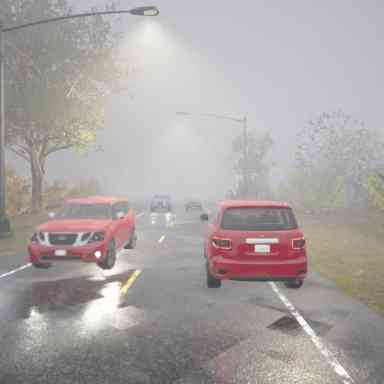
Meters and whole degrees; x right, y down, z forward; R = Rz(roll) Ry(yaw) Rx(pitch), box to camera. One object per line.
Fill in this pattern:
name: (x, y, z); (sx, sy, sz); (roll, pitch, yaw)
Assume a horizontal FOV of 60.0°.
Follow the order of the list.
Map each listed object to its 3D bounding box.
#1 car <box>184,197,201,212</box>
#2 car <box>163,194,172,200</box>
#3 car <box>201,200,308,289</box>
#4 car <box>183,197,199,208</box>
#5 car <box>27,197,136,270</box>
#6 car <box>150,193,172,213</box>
car: (0.172, 1.441, 38.591); (1.837, 1.490, 4.892); (0, 0, -2)
car: (-6.075, 1.335, 81.996); (1.994, 1.385, 4.181); (0, 0, -6)
car: (1.455, 1.217, 9.325); (2.150, 2.045, 5.566); (0, 0, 1)
car: (-0.213, 1.456, 48.945); (2.033, 1.411, 5.357); (0, 0, -2)
car: (-3.354, 1.214, 11.368); (2.150, 2.045, 5.566); (0, 0, 1)
car: (-3.389, 1.164, 37.262); (2.150, 2.045, 5.566); (0, 0, -1)
